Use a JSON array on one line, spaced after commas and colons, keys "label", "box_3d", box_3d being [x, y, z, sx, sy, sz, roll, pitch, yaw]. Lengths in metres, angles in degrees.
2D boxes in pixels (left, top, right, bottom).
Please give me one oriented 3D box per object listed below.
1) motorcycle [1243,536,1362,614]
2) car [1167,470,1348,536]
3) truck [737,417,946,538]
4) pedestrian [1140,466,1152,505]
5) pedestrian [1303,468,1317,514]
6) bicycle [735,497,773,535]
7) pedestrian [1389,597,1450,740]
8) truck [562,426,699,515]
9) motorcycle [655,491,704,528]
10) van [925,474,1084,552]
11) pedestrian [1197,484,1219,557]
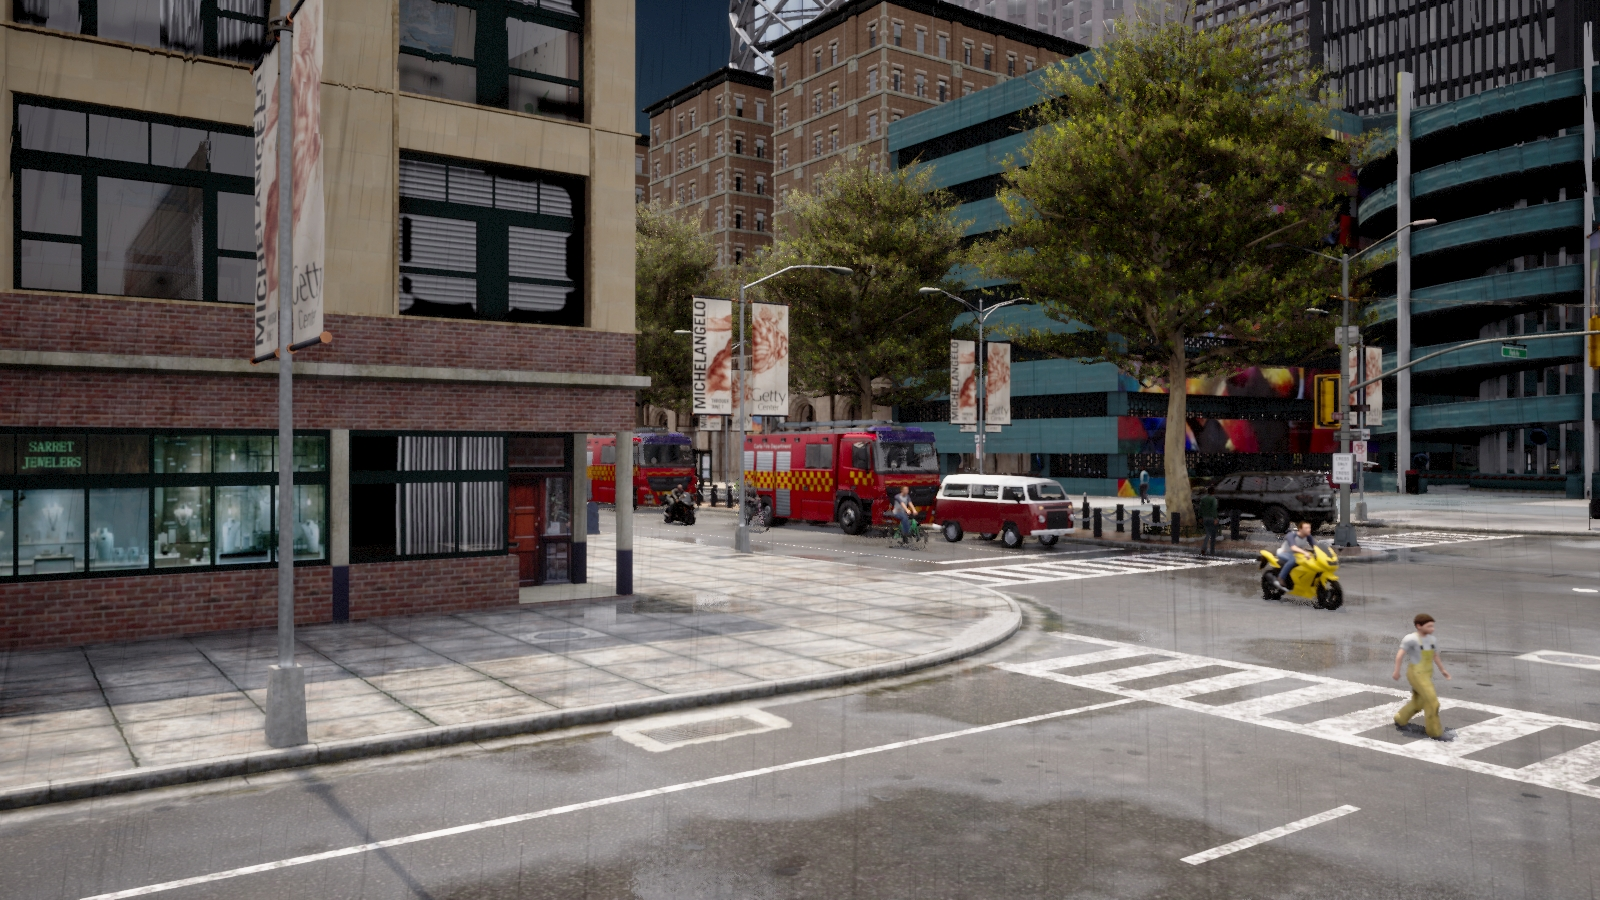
[{"label": "motorcycle", "box_3d": [8.955, 2.205, 20.457, 0.803, 1.145, 2.033, 0, 0, -18]}, {"label": "car", "box_3d": [15.824, 1.766, 39.833, 2.150, 2.045, 5.566, 0, 0, -35]}, {"label": "truck", "box_3d": [1.232, 0.881, 40.529, 2.891, 3.827, 8.468, 0, 0, -35]}, {"label": "pedestrian", "box_3d": [16.461, 1.681, 54.407, 0.375, 1.860, 0.375, 0, 0, -29]}, {"label": "pedestrian", "box_3d": [20.794, 1.679, 46.579, 0.375, 1.860, 0.375, 0, 0, -22]}, {"label": "bicycle", "box_3d": [-1.562, 2.202, 38.418, 0.329, 1.171, 1.835, 0, 0, -35]}, {"label": "pedestrian", "box_3d": [6.069, 2.124, 11.194, 0.375, 1.300, 0.375, 0, 0, -28]}, {"label": "truck", "box_3d": [-8.157, 0.881, 53.833, 2.891, 3.827, 8.468, 0, 0, -35]}, {"label": "motorcycle", "box_3d": [-4.504, 2.197, 42.599, 0.867, 1.251, 2.209, 0, 0, -35]}, {"label": "van", "box_3d": [5.971, 1.773, 33.829, 2.069, 2.038, 4.480, 0, 0, -35]}, {"label": "pedestrian", "box_3d": [10.660, 1.838, 29.852, 0.375, 1.860, 0.375, 0, 0, -36]}]
